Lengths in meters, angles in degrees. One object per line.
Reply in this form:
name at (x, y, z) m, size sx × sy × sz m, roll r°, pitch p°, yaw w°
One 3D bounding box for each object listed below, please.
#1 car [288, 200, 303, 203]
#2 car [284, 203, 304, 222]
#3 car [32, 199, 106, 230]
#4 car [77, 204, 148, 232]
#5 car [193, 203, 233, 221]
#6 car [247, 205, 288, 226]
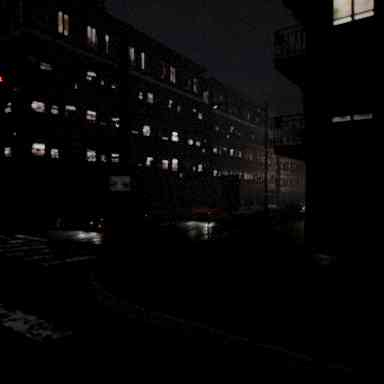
car at (14.248, 2.244, 48.156) m, size 2.033 × 1.411 × 5.357 m, roll 1°, pitch -1°, yaw 35°
car at (9.016, 1.985, 30.790) m, size 2.008 × 1.369 × 4.403 m, roll -1°, pitch -1°, yaw 35°
car at (-7.624, 1.362, 21.547) m, size 2.192 × 1.841 × 5.009 m, roll -1°, pitch -1°, yaw 35°
car at (-4.750, 1.659, 21.110) m, size 1.994 × 1.385 × 4.181 m, roll 1°, pitch -1°, yaw 35°
car at (2.020, 1.786, 30.800) m, size 1.882 × 1.535 × 5.008 m, roll 1°, pitch -1°, yaw 35°
car at (5.761, 1.913, 26.129) m, size 1.802 × 1.307 × 4.206 m, roll -1°, pitch -1°, yaw 35°
